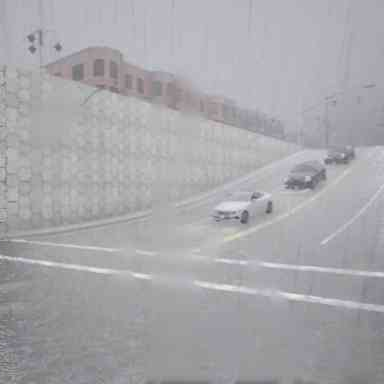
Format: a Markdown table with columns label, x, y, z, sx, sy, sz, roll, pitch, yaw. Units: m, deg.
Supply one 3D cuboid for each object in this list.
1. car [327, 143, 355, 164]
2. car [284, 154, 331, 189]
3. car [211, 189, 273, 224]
| label | x | y | z | sx | sy | sz | roll | pitch | yaw |
| --- | --- | --- | --- | --- | --- | --- | --- | --- | --- |
| car | 14.937 | -3.904 | 33.705 | 2.097 | 1.767 | 4.553 | 1 | 14 | 38 |
| car | 8.881 | -1.431 | 26.011 | 2.097 | 1.767 | 4.553 | 0 | 14 | 37 |
| car | 2.875 | 0.656 | 18.291 | 1.812 | 1.442 | 4.674 | 0 | 8 | 38 |
